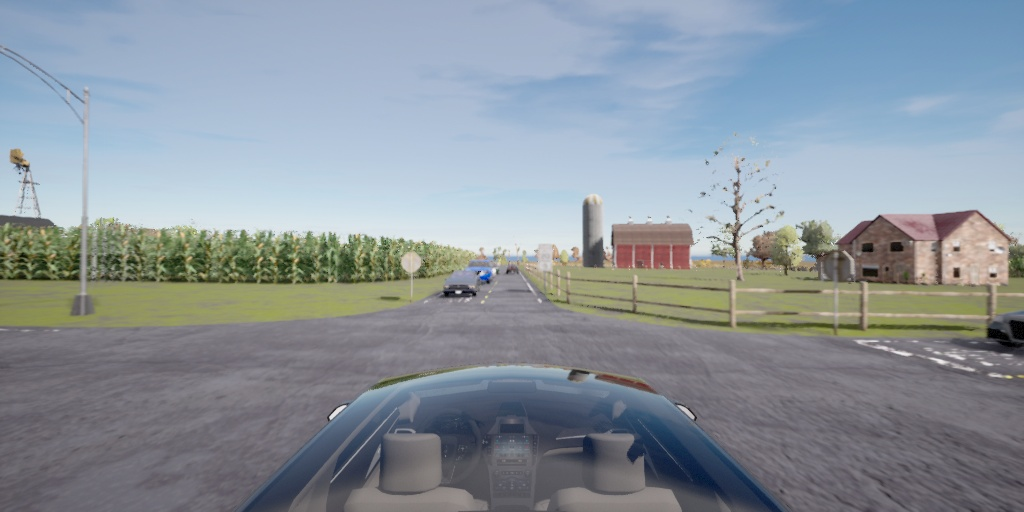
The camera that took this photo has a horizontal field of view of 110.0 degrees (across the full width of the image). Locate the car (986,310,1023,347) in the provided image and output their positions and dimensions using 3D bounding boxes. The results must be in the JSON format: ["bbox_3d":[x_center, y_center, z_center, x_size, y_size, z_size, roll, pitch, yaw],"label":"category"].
[{"bbox_3d":[13.623,1.577,8.044,4.181,1.385,1.994,1,0,-2],"label":"car"}]

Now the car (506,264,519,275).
[{"bbox_3d":[0.064,1.923,52.710,1.837,1.490,4.892,0,-1,0],"label":"car"}]

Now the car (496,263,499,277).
[{"bbox_3d":[-2.862,1.792,41.422,1.812,1.442,4.674,0,-1,0],"label":"car"}]

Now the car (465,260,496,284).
[{"bbox_3d":[-2.866,1.357,31.656,2.150,2.045,5.566,0,-1,0],"label":"car"}]

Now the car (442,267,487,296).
[{"bbox_3d":[-2.841,1.550,21.471,2.033,1.411,5.357,0,-1,-1],"label":"car"}]
